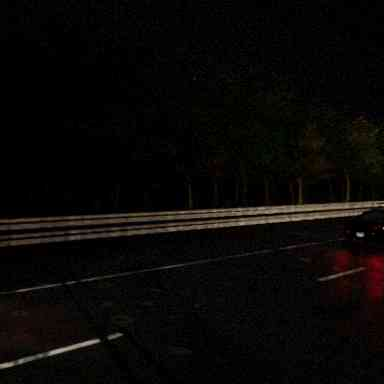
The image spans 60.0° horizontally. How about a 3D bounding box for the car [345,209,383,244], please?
[{"bbox_3d":[8.232,1.425,13.906,4.674,1.442,1.812,0,0,-35],"label":"car"}]
